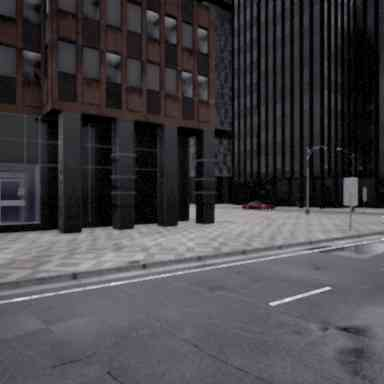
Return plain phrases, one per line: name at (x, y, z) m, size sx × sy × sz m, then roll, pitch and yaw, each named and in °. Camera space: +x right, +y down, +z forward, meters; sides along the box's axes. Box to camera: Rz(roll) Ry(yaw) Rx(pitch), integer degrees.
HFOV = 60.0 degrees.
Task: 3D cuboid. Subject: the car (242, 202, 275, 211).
car at (9.303, 2.055, 46.701) m, size 1.895 × 1.301 × 4.718 m, roll 0°, pitch -1°, yaw -35°
